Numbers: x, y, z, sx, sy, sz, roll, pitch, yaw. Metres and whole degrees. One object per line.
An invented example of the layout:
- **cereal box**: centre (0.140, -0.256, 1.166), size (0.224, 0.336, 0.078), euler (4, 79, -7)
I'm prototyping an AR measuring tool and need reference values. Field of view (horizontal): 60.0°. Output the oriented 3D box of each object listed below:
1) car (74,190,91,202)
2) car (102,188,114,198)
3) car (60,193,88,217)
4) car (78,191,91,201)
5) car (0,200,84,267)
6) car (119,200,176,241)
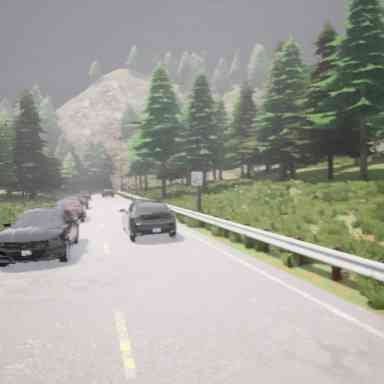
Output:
- **car**: centre (-15.180, 0.524, 46.329), size (1.994, 1.385, 4.181), euler (-2, 2, -16)
- **car**: centre (-13.975, 0.150, 54.945), size (1.812, 1.442, 4.674), euler (-3, 2, -17)
- **car**: centre (-7.841, 1.095, 21.328), size (1.812, 1.442, 4.674), euler (-2, 2, -16)
- **car**: centre (-10.742, 0.897, 31.067), size (1.994, 1.385, 4.181), euler (-3, 2, -17)
- **car**: centre (-4.990, 1.296, 11.248), size (1.882, 1.535, 5.008), euler (-2, 2, -14)
- **car**: centre (-2.010, 1.108, 14.638), size (1.837, 1.490, 4.892), euler (-2, 2, -16)
